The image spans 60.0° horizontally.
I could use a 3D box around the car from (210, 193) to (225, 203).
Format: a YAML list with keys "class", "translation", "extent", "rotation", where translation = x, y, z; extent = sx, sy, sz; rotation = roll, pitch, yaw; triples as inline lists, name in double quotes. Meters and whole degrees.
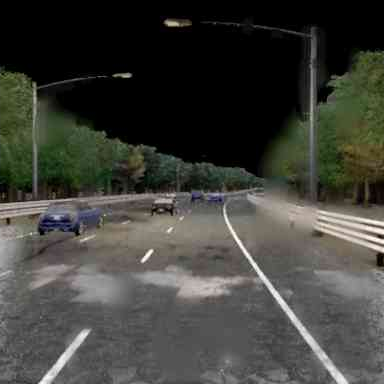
- class: "car"
  translation: [4.011, 0.953, 54.510]
  extent: [1.882, 1.535, 5.008]
  rotation: [0, 0, 8]

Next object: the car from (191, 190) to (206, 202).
- class: "car"
  translation: [1.176, 0.713, 60.274]
  extent: [2.150, 2.045, 5.566]
  rotation: [0, 0, 9]

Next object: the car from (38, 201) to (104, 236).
- class: "car"
  translation: [-6.405, 1.268, 18.124]
  extent: [2.097, 1.767, 4.553]
  rotation: [0, 1, 3]

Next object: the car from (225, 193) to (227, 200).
- class: "car"
  translation: [6.483, 0.922, 70.691]
  extent: [2.128, 1.511, 4.902]
  rotation: [0, 0, 11]

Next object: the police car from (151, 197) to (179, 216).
- class: "police car"
  translation: [-2.335, 1.242, 29.701]
  extent: [1.930, 1.638, 5.238]
  rotation: [0, 0, 4]
